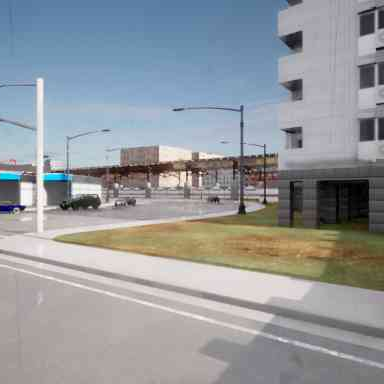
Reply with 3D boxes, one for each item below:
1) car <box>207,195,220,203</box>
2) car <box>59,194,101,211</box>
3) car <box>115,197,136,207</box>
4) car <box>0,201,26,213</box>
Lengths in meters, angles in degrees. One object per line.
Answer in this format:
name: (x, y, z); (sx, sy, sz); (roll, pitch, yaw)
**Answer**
car: (4.434, 1.502, 69.669); (1.837, 1.490, 4.892); (0, 0, -12)
car: (-14.042, 1.221, 42.216); (2.150, 2.045, 5.566); (0, 0, 29)
car: (-10.277, 1.491, 51.629); (2.128, 1.511, 4.902); (0, 0, 14)
car: (-19.678, 1.601, 33.896); (1.895, 1.301, 4.718); (0, 0, 37)
